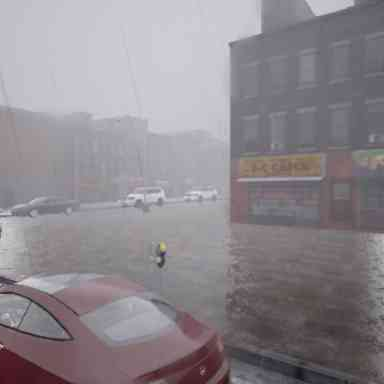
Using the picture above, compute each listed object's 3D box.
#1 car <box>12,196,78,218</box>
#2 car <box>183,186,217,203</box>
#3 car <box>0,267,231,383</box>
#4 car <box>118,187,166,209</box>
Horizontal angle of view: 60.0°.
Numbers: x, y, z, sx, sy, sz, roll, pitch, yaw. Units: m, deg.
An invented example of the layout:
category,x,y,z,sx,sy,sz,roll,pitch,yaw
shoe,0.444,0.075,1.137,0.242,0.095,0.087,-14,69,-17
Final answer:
category,x,y,z,sx,sy,sz,roll,pitch,yaw
car,-11.248,1.116,25.687,1.837,1.490,4.892,0,2,35
car,1.181,0.290,43.170,2.150,2.045,5.566,0,2,35
car,-1.572,1.589,3.926,4.206,1.307,1.802,0,0,35
car,-5.067,0.556,34.394,2.150,2.045,5.566,0,2,35
